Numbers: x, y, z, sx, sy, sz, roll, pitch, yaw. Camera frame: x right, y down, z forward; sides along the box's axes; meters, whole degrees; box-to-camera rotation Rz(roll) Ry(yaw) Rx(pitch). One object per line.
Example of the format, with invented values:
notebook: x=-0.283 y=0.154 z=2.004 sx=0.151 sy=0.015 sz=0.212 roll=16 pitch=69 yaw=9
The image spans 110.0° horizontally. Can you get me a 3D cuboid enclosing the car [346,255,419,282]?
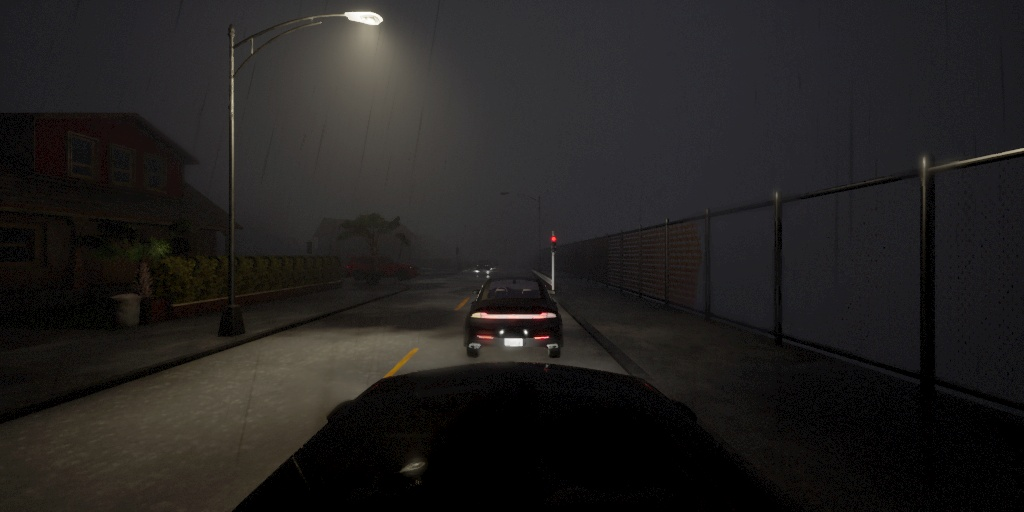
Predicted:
car: x=-10.352 y=0.973 z=28.863 sx=5.566 sy=2.045 sz=2.150 roll=0 pitch=0 yaw=-4

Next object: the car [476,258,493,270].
car: x=-4.111 y=1.255 z=51.850 sx=1.837 sy=1.490 sz=4.892 roll=0 pitch=0 yaw=0

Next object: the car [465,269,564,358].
car: x=0.052 y=1.242 z=8.465 sx=2.128 sy=1.511 sz=4.902 roll=0 pitch=0 yaw=0

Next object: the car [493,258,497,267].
car: x=-4.095 y=1.297 z=61.715 sx=2.033 sy=1.411 sz=5.357 roll=0 pitch=0 yaw=0
